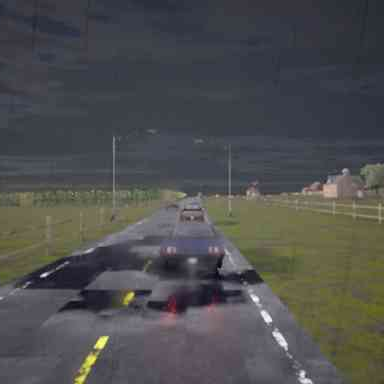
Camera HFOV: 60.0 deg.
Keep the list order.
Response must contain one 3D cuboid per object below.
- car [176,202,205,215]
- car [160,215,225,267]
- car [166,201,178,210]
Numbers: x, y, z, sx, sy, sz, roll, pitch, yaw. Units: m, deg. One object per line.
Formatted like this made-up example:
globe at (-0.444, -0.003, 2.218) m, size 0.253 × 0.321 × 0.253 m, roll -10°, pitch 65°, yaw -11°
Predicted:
car at (0.033, 1.734, 27.403) m, size 2.128 × 1.511 × 4.902 m, roll 0°, pitch 0°, yaw 0°
car at (0.035, 1.705, 11.775) m, size 1.895 × 1.301 × 4.718 m, roll 0°, pitch 0°, yaw 0°
car at (-2.858, 2.046, 50.203) m, size 1.895 × 1.301 × 4.718 m, roll 0°, pitch -1°, yaw 0°
